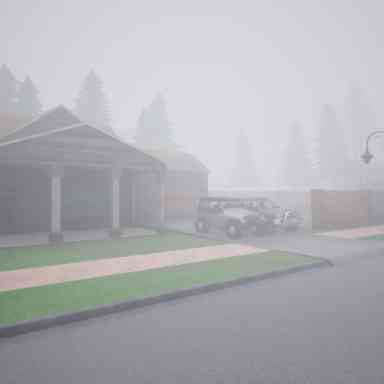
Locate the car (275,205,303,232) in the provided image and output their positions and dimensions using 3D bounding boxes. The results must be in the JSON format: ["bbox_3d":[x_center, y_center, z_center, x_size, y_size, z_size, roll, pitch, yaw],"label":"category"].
[{"bbox_3d":[3.549,1.174,17.931,1.932,1.855,4.605,0,0,-36],"label":"car"}]

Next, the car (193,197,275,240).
[{"bbox_3d":[1.740,1.176,16.142,1.905,1.878,3.866,0,0,-36],"label":"car"}]
